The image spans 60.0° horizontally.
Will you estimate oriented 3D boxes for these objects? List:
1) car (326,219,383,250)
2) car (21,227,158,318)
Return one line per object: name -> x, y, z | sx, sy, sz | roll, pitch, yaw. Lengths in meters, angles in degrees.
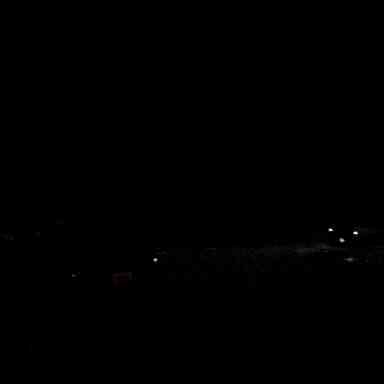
car -> 8.707, 1.917, 15.558 | 4.718, 1.301, 1.895 | 2, -2, -20
car -> -2.555, 1.524, 7.660 | 2.163, 1.488, 4.792 | 0, 0, -35
